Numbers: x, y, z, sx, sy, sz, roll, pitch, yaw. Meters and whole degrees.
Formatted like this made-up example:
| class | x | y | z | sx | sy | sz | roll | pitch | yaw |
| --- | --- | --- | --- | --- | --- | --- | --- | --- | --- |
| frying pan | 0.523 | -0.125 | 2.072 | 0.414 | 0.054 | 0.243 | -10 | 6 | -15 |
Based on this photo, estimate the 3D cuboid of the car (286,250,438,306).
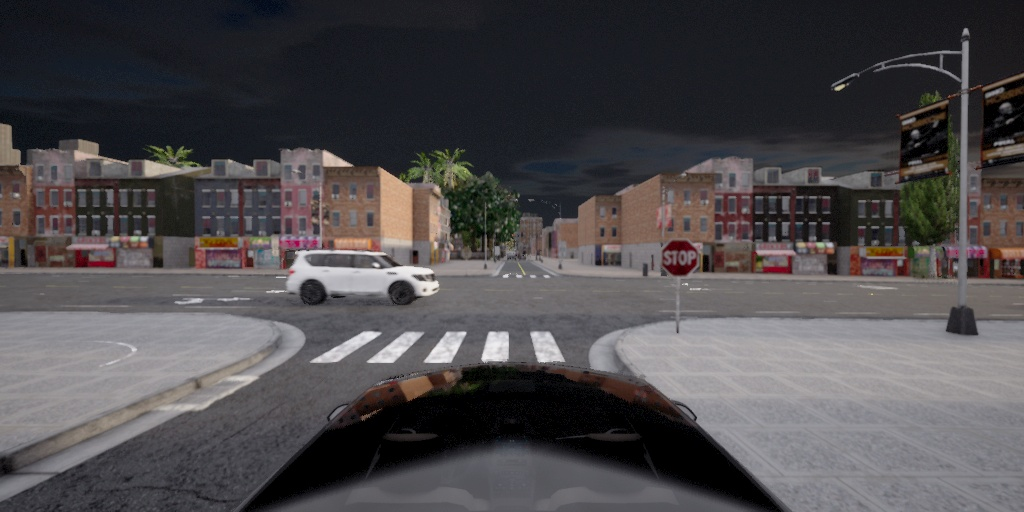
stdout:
| class | x | y | z | sx | sy | sz | roll | pitch | yaw |
| --- | --- | --- | --- | --- | --- | --- | --- | --- | --- |
| car | -5.805 | 0.798 | 14.211 | 5.566 | 2.045 | 2.150 | 1 | 1 | 0 |
